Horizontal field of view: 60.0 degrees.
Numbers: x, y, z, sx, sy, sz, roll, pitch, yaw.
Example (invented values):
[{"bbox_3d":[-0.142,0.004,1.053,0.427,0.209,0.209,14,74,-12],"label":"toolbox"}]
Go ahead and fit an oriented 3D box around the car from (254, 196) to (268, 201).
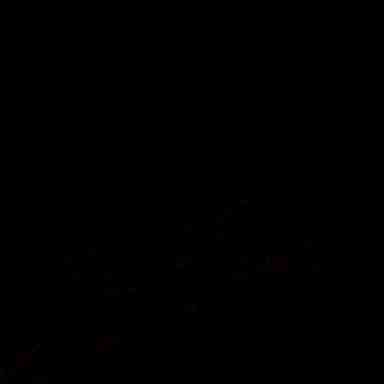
[{"bbox_3d":[18.373,1.728,89.039,1.882,1.535,5.008,0,0,-19],"label":"car"}]
